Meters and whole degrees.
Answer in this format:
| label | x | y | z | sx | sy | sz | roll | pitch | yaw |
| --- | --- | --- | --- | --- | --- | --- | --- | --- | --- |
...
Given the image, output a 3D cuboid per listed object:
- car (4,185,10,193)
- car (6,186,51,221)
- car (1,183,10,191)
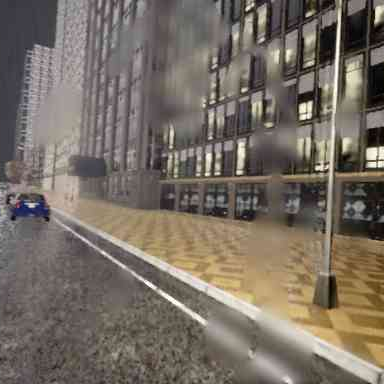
| label | x | y | z | sx | sy | sz | roll | pitch | yaw |
| --- | --- | --- | --- | --- | --- | --- | --- | --- | --- |
| car | -17.056 | 0.461 | 32.558 | 1.882 | 1.535 | 5.008 | 4 | 0 | -30 |
| car | -10.146 | 0.755 | 20.728 | 2.097 | 1.767 | 4.553 | 4 | 0 | -30 |
| car | -41.893 | -0.991 | 75.124 | 2.128 | 1.511 | 4.902 | 4 | 0 | -30 |
